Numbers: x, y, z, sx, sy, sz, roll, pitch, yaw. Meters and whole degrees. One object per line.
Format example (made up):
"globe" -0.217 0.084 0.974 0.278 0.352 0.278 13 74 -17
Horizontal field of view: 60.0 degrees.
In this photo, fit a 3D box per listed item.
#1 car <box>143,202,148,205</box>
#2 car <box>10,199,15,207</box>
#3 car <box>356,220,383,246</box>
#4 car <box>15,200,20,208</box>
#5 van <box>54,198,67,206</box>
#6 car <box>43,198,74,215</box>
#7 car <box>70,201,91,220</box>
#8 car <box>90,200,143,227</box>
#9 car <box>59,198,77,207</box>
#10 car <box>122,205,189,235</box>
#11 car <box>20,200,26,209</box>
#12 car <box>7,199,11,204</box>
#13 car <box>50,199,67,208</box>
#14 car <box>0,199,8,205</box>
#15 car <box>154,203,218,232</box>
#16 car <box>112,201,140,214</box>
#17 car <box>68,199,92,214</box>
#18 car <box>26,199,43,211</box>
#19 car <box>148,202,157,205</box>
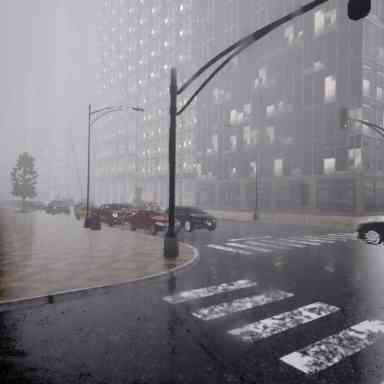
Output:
"car" -6.077 1.731 29.356 1.837 1.490 4.892 1 -1 -35
"car" -31.599 2.123 61.271 2.008 1.369 4.403 1 -1 -35
"car" 9.115 1.508 13.192 1.837 1.490 4.892 0 0 -35
"car" -28.338 2.063 56.616 1.887 1.381 4.507 1 -1 -35
"van" -27.993 2.117 70.735 1.690 1.788 3.998 1 -1 -35
"car" -15.299 1.739 37.995 1.967 1.590 4.097 1 -1 -35
"car" -8.681 1.713 28.544 1.752 1.417 4.829 1 -1 -35
"car" -5.519 1.575 24.029 1.967 1.590 4.097 1 -1 -35
"car" -24.733 2.036 66.079 2.192 1.841 5.009 1 -1 -35
"car" -2.259 1.662 19.371 1.802 1.307 4.206 1 -1 -35
"car" -25.078 2.029 51.960 1.947 1.339 4.313 1 -1 -35
"car" -34.858 2.209 65.927 1.802 1.307 4.206 1 -1 -35
"car" -24.653 2.143 61.461 1.837 1.490 4.892 1 -1 -35
"car" -41.378 2.288 75.238 2.008 1.369 4.403 1 -1 -35
"car" -0.312 1.634 21.119 1.837 1.490 4.892 1 -1 -33
"car" -8.531 1.974 42.938 1.752 1.417 4.829 1 -1 -35
"car" -11.997 1.817 37.830 2.128 1.511 4.902 1 -1 -35
"car" -21.818 1.959 47.305 2.008 1.369 4.403 1 -1 -35
"car" -5.174 1.833 38.145 1.967 1.590 4.097 1 -1 -35
